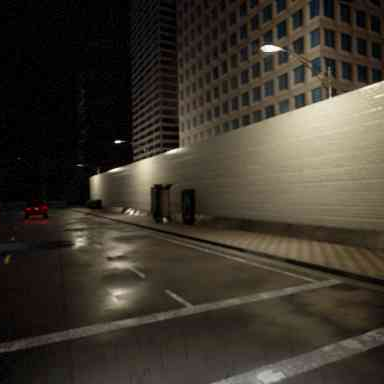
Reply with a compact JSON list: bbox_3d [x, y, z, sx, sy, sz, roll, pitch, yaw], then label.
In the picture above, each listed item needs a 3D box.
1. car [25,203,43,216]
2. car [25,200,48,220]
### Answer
[{"bbox_3d":[-22.138,2.396,46.597,2.128,1.511,4.902,-1,-1,-27],"label":"car"},{"bbox_3d":[-17.468,1.936,37.451,2.150,2.045,5.566,-1,-1,-25],"label":"car"}]
